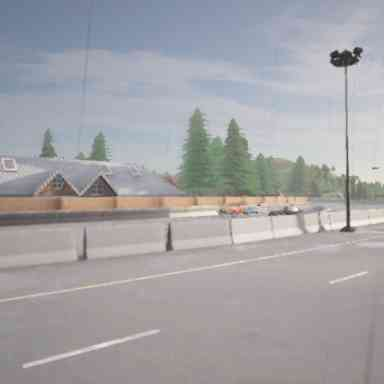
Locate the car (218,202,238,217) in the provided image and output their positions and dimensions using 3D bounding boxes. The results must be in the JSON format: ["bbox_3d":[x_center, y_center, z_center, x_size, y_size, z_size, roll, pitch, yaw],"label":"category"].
[{"bbox_3d":[5.182,2.003,40.288,2.097,1.767,4.553,-1,-2,45],"label":"car"}]

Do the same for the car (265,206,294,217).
[{"bbox_3d":[10.110,2.216,35.310,1.895,1.301,4.718,-1,-2,45],"label":"car"}]

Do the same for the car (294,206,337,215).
[{"bbox_3d":[12.615,2.099,32.867,2.033,1.411,5.357,-1,-2,45],"label":"car"}]

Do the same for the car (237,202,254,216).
[{"bbox_3d":[7.624,1.918,37.781,1.895,1.301,4.718,-1,-2,45],"label":"car"}]
